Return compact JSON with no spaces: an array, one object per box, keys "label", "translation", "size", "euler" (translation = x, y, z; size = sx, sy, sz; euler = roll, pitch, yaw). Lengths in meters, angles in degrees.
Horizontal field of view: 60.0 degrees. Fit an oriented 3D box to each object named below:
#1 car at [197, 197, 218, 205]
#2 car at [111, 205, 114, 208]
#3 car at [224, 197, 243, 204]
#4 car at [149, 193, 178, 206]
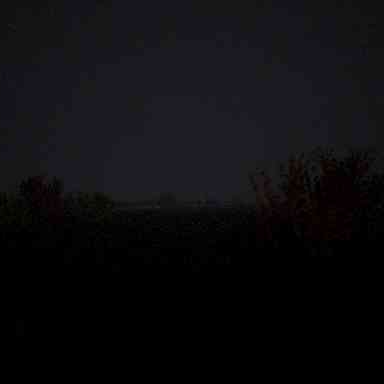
[{"label":"car","translation":[2.668,1.617,58.591],"size":[1.812,1.442,4.674],"euler":[0,-1,36]},{"label":"car","translation":[-12.305,1.402,44.008],"size":[1.812,1.442,4.674],"euler":[0,-1,36]},{"label":"car","translation":[8.328,1.747,66.525],"size":[2.033,1.411,5.357],"euler":[0,-1,36]},{"label":"car","translation":[-4.631,1.243,54.652],"size":[2.150,2.045,5.566],"euler":[0,-1,36]}]
